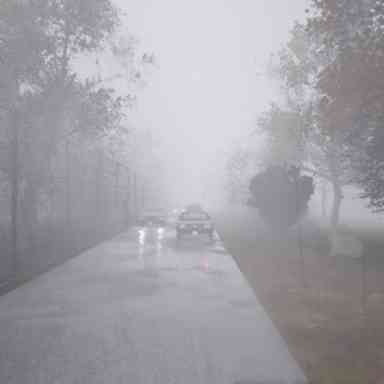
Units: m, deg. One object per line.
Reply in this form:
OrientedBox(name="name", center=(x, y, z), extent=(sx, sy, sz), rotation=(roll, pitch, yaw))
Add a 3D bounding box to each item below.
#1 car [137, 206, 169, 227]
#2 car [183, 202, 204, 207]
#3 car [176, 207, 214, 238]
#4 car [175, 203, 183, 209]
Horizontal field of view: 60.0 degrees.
OrientedBox(name="car", center=(-2.768, 1.737, 24.857), extent=(2.033, 1.411, 5.357), rotation=(0, -1, 0))
OrientedBox(name="car", center=(0.248, 1.887, 36.349), extent=(1.837, 1.490, 4.892), rotation=(0, -1, 0))
OrientedBox(name="car", center=(0.155, 1.711, 18.362), extent=(1.895, 1.301, 4.718), rotation=(0, -1, 0))
OrientedBox(name="car", center=(-2.365, 2.739, 64.918), extent=(1.895, 1.301, 4.718), rotation=(0, -2, 1))
